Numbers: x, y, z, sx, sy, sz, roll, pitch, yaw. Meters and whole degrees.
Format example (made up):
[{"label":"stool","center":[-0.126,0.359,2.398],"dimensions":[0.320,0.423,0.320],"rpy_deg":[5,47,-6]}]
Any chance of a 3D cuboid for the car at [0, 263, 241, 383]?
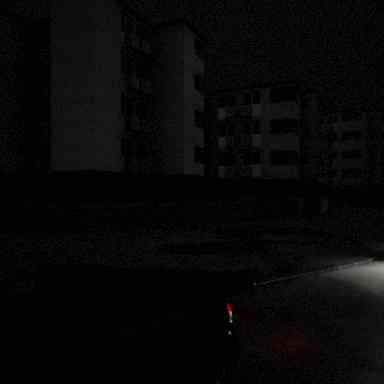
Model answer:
[{"label":"car","center":[-1.489,1.564,3.560],"dimensions":[4.181,1.385,1.994],"rpy_deg":[0,0,-34]}]
